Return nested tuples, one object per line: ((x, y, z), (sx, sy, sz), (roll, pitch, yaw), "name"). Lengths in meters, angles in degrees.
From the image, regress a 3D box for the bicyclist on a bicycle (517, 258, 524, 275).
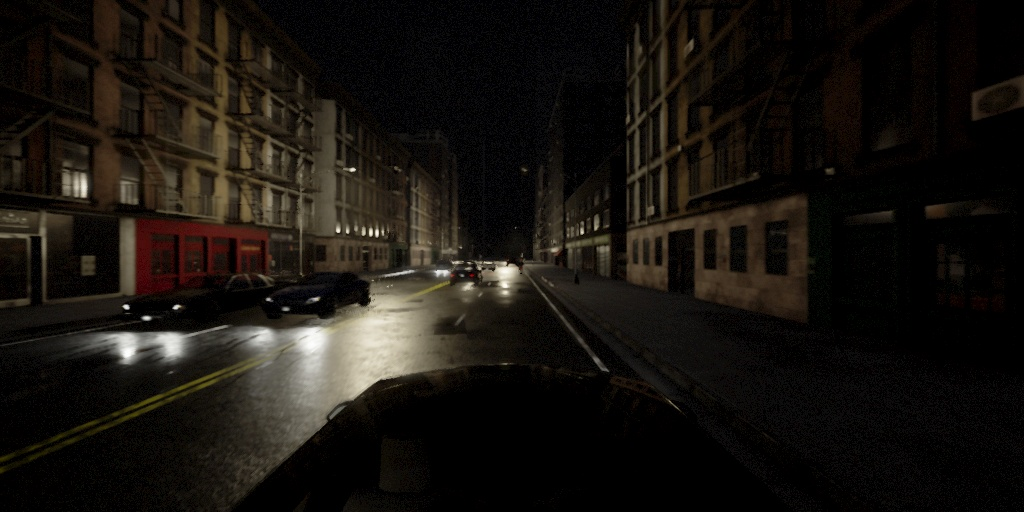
((0.894, 1.121, 35.484), (0.659, 1.776, 1.843), (0, 0, 0), "bicyclist on a bicycle")

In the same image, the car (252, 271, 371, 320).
((-6.600, 1.275, 12.779), (1.812, 1.442, 4.674), (0, 0, 0), "car")

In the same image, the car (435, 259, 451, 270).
((-9.818, 1.244, 52.151), (2.128, 1.511, 4.902), (0, 0, 0), "car")

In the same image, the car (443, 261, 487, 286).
((-3.152, 1.296, 25.292), (2.033, 1.411, 5.357), (0, 0, 0), "car")

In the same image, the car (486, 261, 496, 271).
((-3.149, 1.353, 48.161), (1.895, 1.301, 4.718), (0, 0, 0), "car")

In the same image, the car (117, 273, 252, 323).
((-9.850, 1.296, 12.326), (2.033, 1.411, 5.357), (0, 0, 0), "car")
